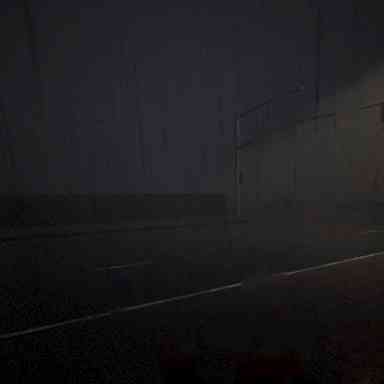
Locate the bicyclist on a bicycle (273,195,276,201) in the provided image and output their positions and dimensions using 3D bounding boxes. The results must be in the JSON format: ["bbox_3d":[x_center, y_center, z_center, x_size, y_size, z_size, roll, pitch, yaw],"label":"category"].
[{"bbox_3d":[13.517,1.298,54.460,0.582,1.620,1.656,0,0,21],"label":"bicyclist on a bicycle"}]

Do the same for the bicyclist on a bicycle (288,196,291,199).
[{"bbox_3d":[14.516,1.451,49.552,1.656,1.620,0.582,0,0,-23],"label":"bicyclist on a bicycle"}]

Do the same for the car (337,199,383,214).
[{"bbox_3d":[17.718,1.503,34.943,1.837,1.490,4.892,0,0,-32],"label":"car"}]

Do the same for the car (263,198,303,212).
[{"bbox_3d":[10.634,1.476,39.320,1.882,1.535,5.008,0,0,-34],"label":"car"}]
